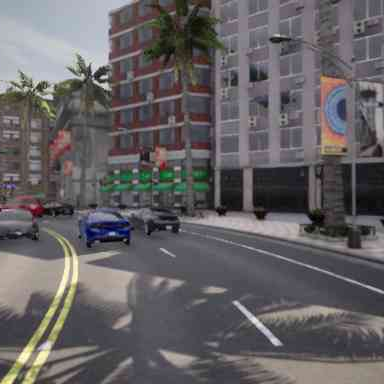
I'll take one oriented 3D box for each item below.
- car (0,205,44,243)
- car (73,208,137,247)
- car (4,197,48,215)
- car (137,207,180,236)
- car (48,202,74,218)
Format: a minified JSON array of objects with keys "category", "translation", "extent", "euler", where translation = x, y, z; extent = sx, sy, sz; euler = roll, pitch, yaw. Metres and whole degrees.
[{"category":"car","translation":[-9.049,1.661,17.098],"extent":[1.837,1.490,4.892],"euler":[1,-1,-31]},{"category":"car","translation":[-4.355,1.607,16.030],"extent":[1.882,1.535,5.008],"euler":[0,-1,-25]},{"category":"car","translation":[-16.216,1.506,31.468],"extent":[5.566,2.045,2.150],"euler":[-1,-1,41]},{"category":"car","translation":[-2.356,1.651,19.723],"extent":[1.837,1.490,4.892],"euler":[1,-1,-28]},{"category":"car","translation":[-13.987,1.771,34.045],"extent":[5.008,1.535,1.882],"euler":[-1,-1,41]}]
